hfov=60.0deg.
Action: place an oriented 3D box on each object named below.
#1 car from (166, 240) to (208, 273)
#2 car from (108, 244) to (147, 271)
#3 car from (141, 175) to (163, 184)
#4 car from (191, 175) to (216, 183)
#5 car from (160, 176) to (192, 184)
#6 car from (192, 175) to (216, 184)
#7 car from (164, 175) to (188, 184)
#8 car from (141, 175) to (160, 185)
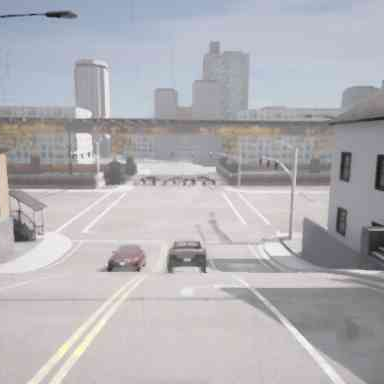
[{"bbox_3d":[-0.249,3.207,16.588,2.128,1.511,4.902,0,-12,-1],"label":"car"},{"bbox_3d":[-3.823,3.944,20.357,1.812,1.442,4.674,0,-8,-2],"label":"car"},{"bbox_3d":[-7.780,-2.537,64.704,4.536,1.218,1.853,9,12,43],"label":"car"},{"bbox_3d":[2.187,-2.607,65.486,4.536,1.218,1.853,5,10,28],"label":"car"},{"bbox_3d":[-3.135,-2.354,64.705,4.974,1.542,2.038,-6,11,-36],"label":"car"},{"bbox_3d":[2.232,-2.447,65.486,4.974,1.542,2.038,5,10,28],"label":"car"},{"bbox_3d":[-3.093,-2.514,64.711,4.536,1.218,1.853,-6,11,-36],"label":"car"},{"bbox_3d":[-7.743,-2.376,64.693,4.974,1.542,2.038,9,12,43],"label":"car"}]
